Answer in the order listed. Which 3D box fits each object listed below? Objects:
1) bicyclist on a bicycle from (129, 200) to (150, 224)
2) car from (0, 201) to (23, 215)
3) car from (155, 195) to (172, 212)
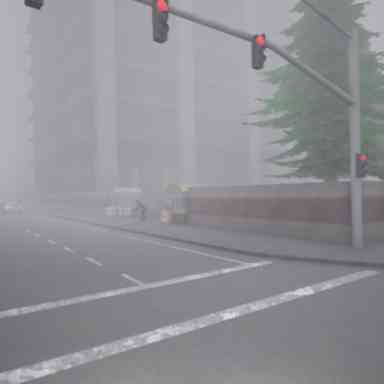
[{"bbox_3d":[-3.605,1.368,22.930,1.656,1.620,0.582,-1,0,-35],"label":"bicyclist on a bicycle"},{"bbox_3d":[-21.672,1.988,40.101,1.812,1.442,4.674,-1,0,-35],"label":"car"},{"bbox_3d":[-2.414,1.231,35.402,1.905,1.878,3.866,-1,0,-35],"label":"car"}]
